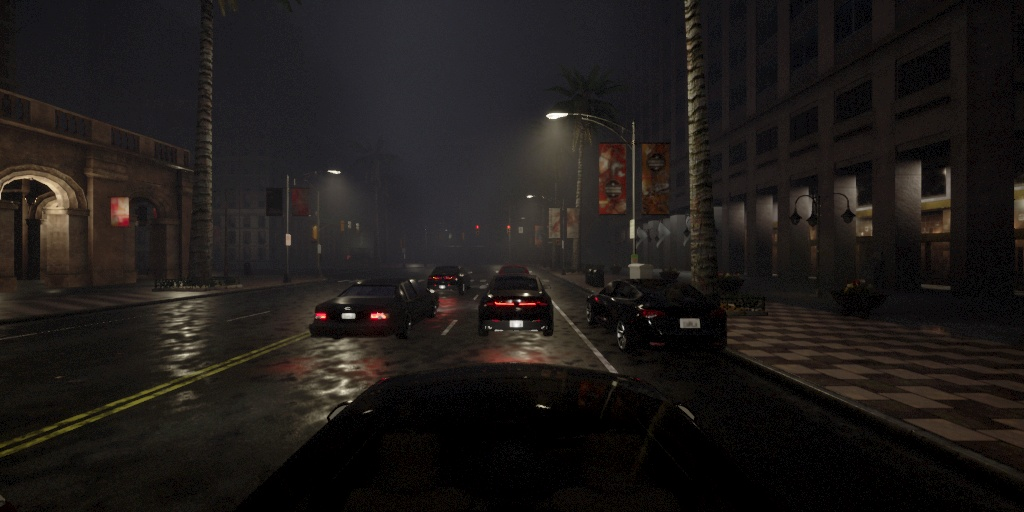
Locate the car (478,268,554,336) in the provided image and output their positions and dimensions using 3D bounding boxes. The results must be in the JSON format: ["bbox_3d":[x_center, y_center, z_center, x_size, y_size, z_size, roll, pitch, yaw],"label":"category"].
[{"bbox_3d":[0.091,1.254,10.369,1.837,1.490,4.892,0,0,0],"label":"car"}]

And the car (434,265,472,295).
[{"bbox_3d":[-3.395,1.255,19.876,1.837,1.490,4.892,0,0,0],"label":"car"}]

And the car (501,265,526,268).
[{"bbox_3d":[0.100,1.228,19.819,1.882,1.535,5.008,0,0,0],"label":"car"}]

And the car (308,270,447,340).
[{"bbox_3d":[-3.399,1.297,9.987,2.033,1.411,5.357,0,0,0],"label":"car"}]
